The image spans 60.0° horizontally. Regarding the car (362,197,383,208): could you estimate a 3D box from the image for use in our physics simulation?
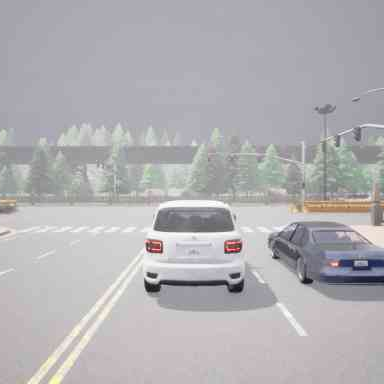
[{"bbox_3d":[27.327,1.505,47.680,4.892,1.490,1.837,0,0,0],"label":"car"}]

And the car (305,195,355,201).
[{"bbox_3d":[16.677,1.491,40.734,4.902,1.511,2.128,0,0,0],"label":"car"}]

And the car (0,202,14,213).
[{"bbox_3d":[-20.673,1.352,33.748,4.553,1.767,2.097,0,0,0],"label":"car"}]

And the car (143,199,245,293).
[{"bbox_3d":[0.068,1.221,9.018,2.150,2.045,5.566,0,0,1],"label":"car"}]

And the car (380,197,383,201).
[{"bbox_3d":[26.180,1.477,40.687,5.008,1.535,1.882,0,0,0],"label":"car"}]

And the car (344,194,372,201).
[{"bbox_3d":[21.120,1.221,44.210,5.566,2.045,2.150,0,0,0],"label":"car"}]

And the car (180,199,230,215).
[{"bbox_3d":[1.273,1.505,33.622,4.892,1.490,1.837,0,0,0],"label":"car"}]

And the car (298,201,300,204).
[{"bbox_3d":[17.834,1.477,47.728,5.008,1.535,1.882,0,0,0],"label":"car"}]

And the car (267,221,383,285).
[{"bbox_3d":[3.577,1.547,9.506,2.033,1.411,5.357,0,0,0],"label":"car"}]

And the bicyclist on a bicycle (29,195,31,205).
[{"bbox_3d":[-27.009,1.300,55.766,0.582,1.620,1.656,0,0,0],"label":"bicyclist on a bicycle"}]
